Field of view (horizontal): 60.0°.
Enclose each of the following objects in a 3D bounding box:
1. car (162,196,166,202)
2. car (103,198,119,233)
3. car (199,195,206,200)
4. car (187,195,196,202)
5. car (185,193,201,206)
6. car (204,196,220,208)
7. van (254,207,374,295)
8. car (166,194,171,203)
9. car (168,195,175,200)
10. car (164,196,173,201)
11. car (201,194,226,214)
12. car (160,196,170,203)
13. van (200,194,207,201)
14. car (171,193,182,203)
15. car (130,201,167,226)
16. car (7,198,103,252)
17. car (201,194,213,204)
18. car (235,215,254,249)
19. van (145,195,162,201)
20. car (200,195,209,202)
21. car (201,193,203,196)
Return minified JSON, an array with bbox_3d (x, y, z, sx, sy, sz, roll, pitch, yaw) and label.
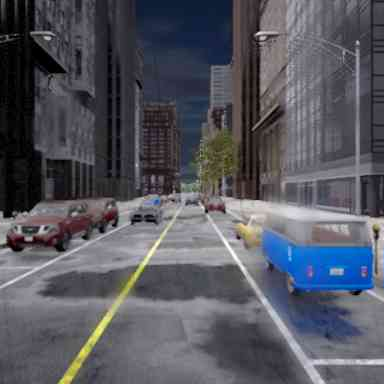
[{"bbox_3d":[-5.682,1.522,53.540,1.947,1.339,4.313,0,0,0],"label":"car"},{"bbox_3d":[-5.672,1.302,19.709,2.192,1.841,5.009,0,0,0],"label":"car"},{"bbox_3d":[2.831,1.579,93.005,1.802,1.307,4.206,0,0,0],"label":"car"},{"bbox_3d":[-0.020,1.449,73.002,1.882,1.535,5.008,0,0,0],"label":"car"},{"bbox_3d":[-0.015,1.308,53.599,2.097,1.767,4.553,0,0,0],"label":"car"},{"bbox_3d":[2.845,1.396,47.888,1.967,1.590,4.097,0,0,0],"label":"car"},{"bbox_3d":[2.857,1.339,8.409,1.690,1.788,3.998,0,0,0],"label":"van"},{"bbox_3d":[-5.686,1.404,64.818,1.967,1.590,4.097,0,0,0],"label":"car"},{"bbox_3d":[-5.694,1.522,92.843,1.752,1.417,4.829,0,0,0],"label":"car"},{"bbox_3d":[-5.690,1.563,81.735,1.802,1.307,4.206,0,0,0],"label":"car"},{"bbox_3d":[2.377,1.317,35.161,2.097,1.767,4.553,0,0,0],"label":"car"},{"bbox_3d":[-5.687,1.514,70.457,1.887,1.381,4.507,0,0,0],"label":"car"},{"bbox_3d":[2.835,1.322,81.726,1.690,1.788,3.998,0,0,0],"label":"van"},{"bbox_3d":[-3.024,1.471,66.716,1.837,1.490,4.892,0,0,0],"label":"car"},{"bbox_3d":[-3.105,1.582,23.458,1.895,1.301,4.718,0,0,0],"label":"car"},{"bbox_3d":[-5.670,1.308,14.068,2.192,1.841,5.009,0,0,0],"label":"car"},{"bbox_3d":[2.840,1.279,64.807,2.192,1.841,5.009,0,0,0],"label":"car"},{"bbox_3d":[2.856,1.518,14.221,1.752,1.417,4.829,0,0,0],"label":"car"},{"bbox_3d":[-5.679,1.297,47.901,1.690,1.788,3.998,0,0,0],"label":"van"},{"bbox_3d":[2.837,1.415,76.086,1.967,1.590,4.097,0,0,0],"label":"car"},{"bbox_3d":[2.841,1.274,59.168,2.192,1.841,5.009,0,0,0],"label":"car"}]
